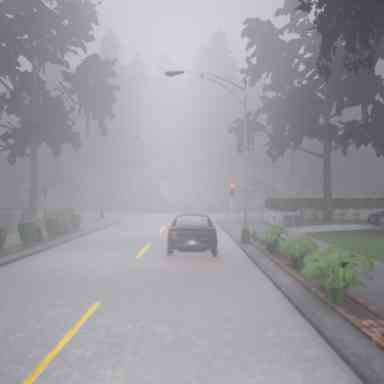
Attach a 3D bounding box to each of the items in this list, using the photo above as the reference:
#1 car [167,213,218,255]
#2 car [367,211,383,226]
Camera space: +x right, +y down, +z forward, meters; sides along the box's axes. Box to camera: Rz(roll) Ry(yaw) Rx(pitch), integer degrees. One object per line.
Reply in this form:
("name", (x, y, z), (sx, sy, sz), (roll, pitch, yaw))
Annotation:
("car", (0.027, 1.625, 13.960), (1.882, 1.535, 5.008), (0, -1, 1))
("car", (13.086, 1.516, 20.402), (4.181, 1.381, 1.994), (0, -1, 0))
